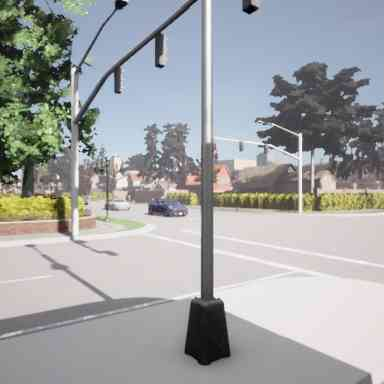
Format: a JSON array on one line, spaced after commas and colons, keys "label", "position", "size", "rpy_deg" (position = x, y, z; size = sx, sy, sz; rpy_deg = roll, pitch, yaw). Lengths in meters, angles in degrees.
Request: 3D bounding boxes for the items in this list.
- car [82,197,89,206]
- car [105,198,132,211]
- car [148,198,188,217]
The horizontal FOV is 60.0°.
[{"label": "car", "position": [-18.119, 1.541, 53.198], "size": [2.033, 1.411, 5.357], "rpy_deg": [0, 0, -36]}, {"label": "car", "position": [-9.165, 1.520, 40.817], "size": [1.812, 1.442, 4.674], "rpy_deg": [0, 0, -36]}, {"label": "car", "position": [-2.323, 1.346, 31.360], "size": [2.097, 1.767, 4.553], "rpy_deg": [0, 0, -36]}]
